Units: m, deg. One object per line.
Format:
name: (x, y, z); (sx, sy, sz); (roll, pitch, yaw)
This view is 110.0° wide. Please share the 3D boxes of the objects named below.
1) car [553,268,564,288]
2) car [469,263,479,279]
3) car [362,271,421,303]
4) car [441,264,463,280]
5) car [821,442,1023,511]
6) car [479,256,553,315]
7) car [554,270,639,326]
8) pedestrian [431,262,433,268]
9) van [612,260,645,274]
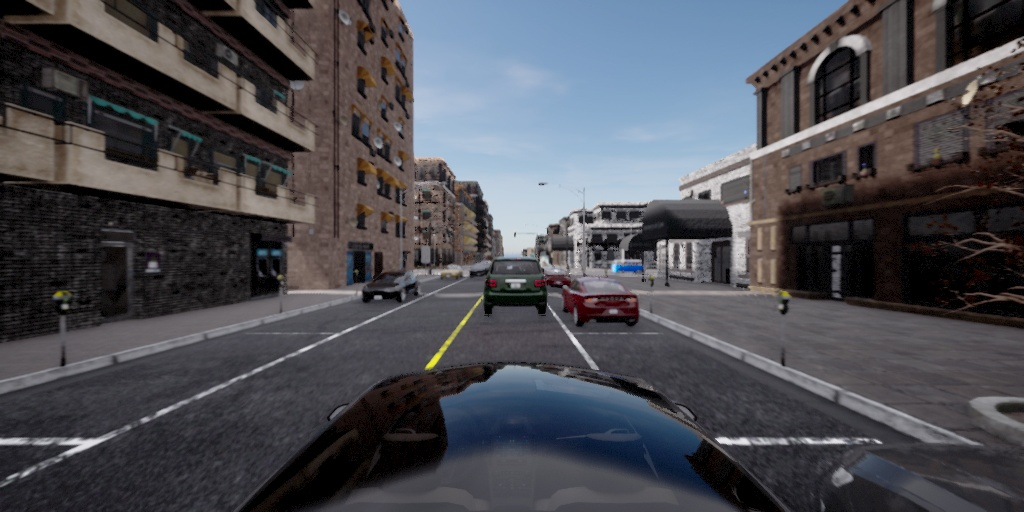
car: (2.689, 1.413, 23.120); (1.888, 1.381, 4.507); (0, 0, 0)
car: (-3.031, 1.418, 35.253); (1.882, 1.535, 5.008); (0, 0, 1)
car: (-5.691, 1.401, 17.428); (1.948, 1.339, 4.313); (0, 0, 0)
car: (-5.692, 1.461, 34.347); (1.751, 1.417, 4.829); (0, 0, 0)
car: (2.690, 1.293, 0.334); (2.007, 1.370, 4.403); (0, 0, 0)
car: (0.103, 1.038, 13.984); (2.150, 2.045, 5.566); (0, 0, 0)
car: (2.690, 1.348, 11.726); (1.888, 1.381, 4.507); (0, 0, 0)
pedestrian: (-12.632, 1.520, 56.405); (0.500, 1.100, 0.500); (0, 0, 0)
van: (14.654, 1.408, 45.283); (3.998, 1.789, 1.690); (0, 0, 0)
